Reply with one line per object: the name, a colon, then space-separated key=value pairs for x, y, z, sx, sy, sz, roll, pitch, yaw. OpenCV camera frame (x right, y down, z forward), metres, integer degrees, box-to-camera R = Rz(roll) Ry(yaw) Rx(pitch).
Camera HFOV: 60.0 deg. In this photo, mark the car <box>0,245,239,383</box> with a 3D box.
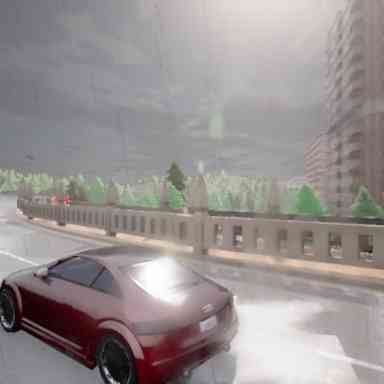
car: x=-1.361 y=1.566 z=5.297 sx=4.181 sy=1.385 sz=1.994 roll=0 pitch=0 yaw=39
